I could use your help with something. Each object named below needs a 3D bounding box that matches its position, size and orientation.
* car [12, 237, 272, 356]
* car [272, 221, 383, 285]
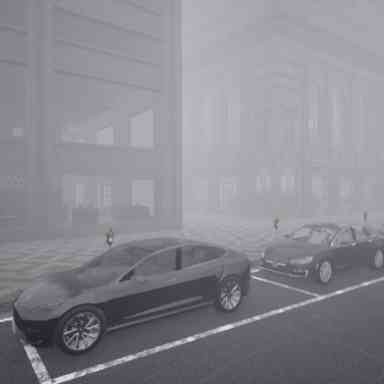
[{"bbox_3d":[-0.805,1.563,6.071,4.313,1.339,1.947,0,0,-35],"label":"car"},{"bbox_3d":[3.791,1.542,9.333,4.403,1.369,2.008,0,0,-35],"label":"car"}]
